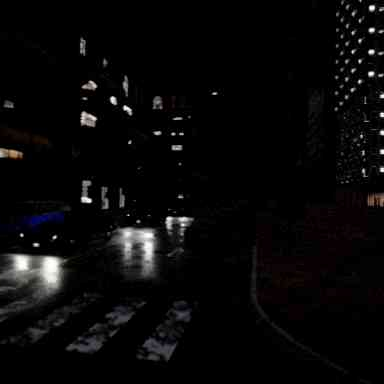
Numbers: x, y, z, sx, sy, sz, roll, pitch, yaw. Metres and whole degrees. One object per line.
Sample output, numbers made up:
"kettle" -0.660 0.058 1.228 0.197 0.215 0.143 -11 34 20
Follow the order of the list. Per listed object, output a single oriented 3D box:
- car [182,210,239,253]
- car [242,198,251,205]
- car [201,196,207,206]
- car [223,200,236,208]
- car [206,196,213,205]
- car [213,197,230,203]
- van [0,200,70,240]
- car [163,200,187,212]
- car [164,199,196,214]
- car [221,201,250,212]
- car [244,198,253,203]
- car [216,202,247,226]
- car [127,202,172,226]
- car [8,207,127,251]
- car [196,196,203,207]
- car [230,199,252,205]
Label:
"car" 0.790 1.668 14.246 1.947 1.339 4.313 2 0 11
"car" 12.486 2.145 76.098 1.882 1.535 5.008 1 0 11
"car" 1.049 1.875 59.416 1.752 1.417 4.829 2 0 11
"car" 6.565 2.049 57.535 1.895 1.301 4.718 1 0 11
"car" 2.154 1.718 65.051 2.192 1.841 5.009 2 0 11
"car" 4.621 1.832 47.556 1.882 1.535 5.008 1 0 11
"van" -7.426 1.291 15.850 1.690 1.788 3.998 2 0 11
"car" -2.112 1.750 43.183 2.008 1.369 4.403 2 0 11
"car" -1.188 1.695 34.365 1.812 1.442 4.674 1 0 11
"car" 3.983 1.802 30.645 2.008 1.369 4.403 2 0 11
"car" 8.274 1.980 52.680 1.752 1.417 4.829 2 0 11
"car" 2.919 1.746 25.178 1.887 1.381 4.507 2 0 11
"car" -3.161 1.679 24.311 1.895 1.301 4.718 1 0 11
"car" -5.044 1.537 14.557 2.033 1.411 5.357 1 0 13
"car" 0.016 1.866 54.116 1.947 1.339 4.313 2 0 11
"car" 6.112 1.902 41.579 2.008 1.369 4.403 2 0 11
